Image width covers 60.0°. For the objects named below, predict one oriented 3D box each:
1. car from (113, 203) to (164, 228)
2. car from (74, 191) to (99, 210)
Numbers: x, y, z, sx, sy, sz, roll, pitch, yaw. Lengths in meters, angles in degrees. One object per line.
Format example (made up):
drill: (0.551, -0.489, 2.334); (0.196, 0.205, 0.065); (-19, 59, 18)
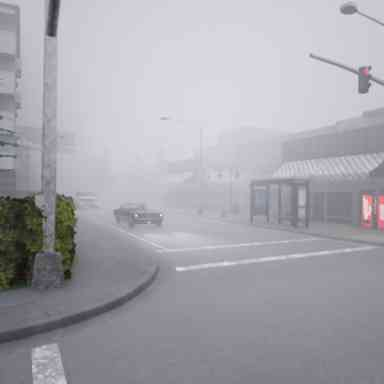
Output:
car: (-3.371, 1.372, 20.417); (1.895, 1.301, 4.718); (1, 0, -27)
car: (-12.045, 0.859, 37.642); (2.150, 2.045, 5.566); (1, 0, -27)
